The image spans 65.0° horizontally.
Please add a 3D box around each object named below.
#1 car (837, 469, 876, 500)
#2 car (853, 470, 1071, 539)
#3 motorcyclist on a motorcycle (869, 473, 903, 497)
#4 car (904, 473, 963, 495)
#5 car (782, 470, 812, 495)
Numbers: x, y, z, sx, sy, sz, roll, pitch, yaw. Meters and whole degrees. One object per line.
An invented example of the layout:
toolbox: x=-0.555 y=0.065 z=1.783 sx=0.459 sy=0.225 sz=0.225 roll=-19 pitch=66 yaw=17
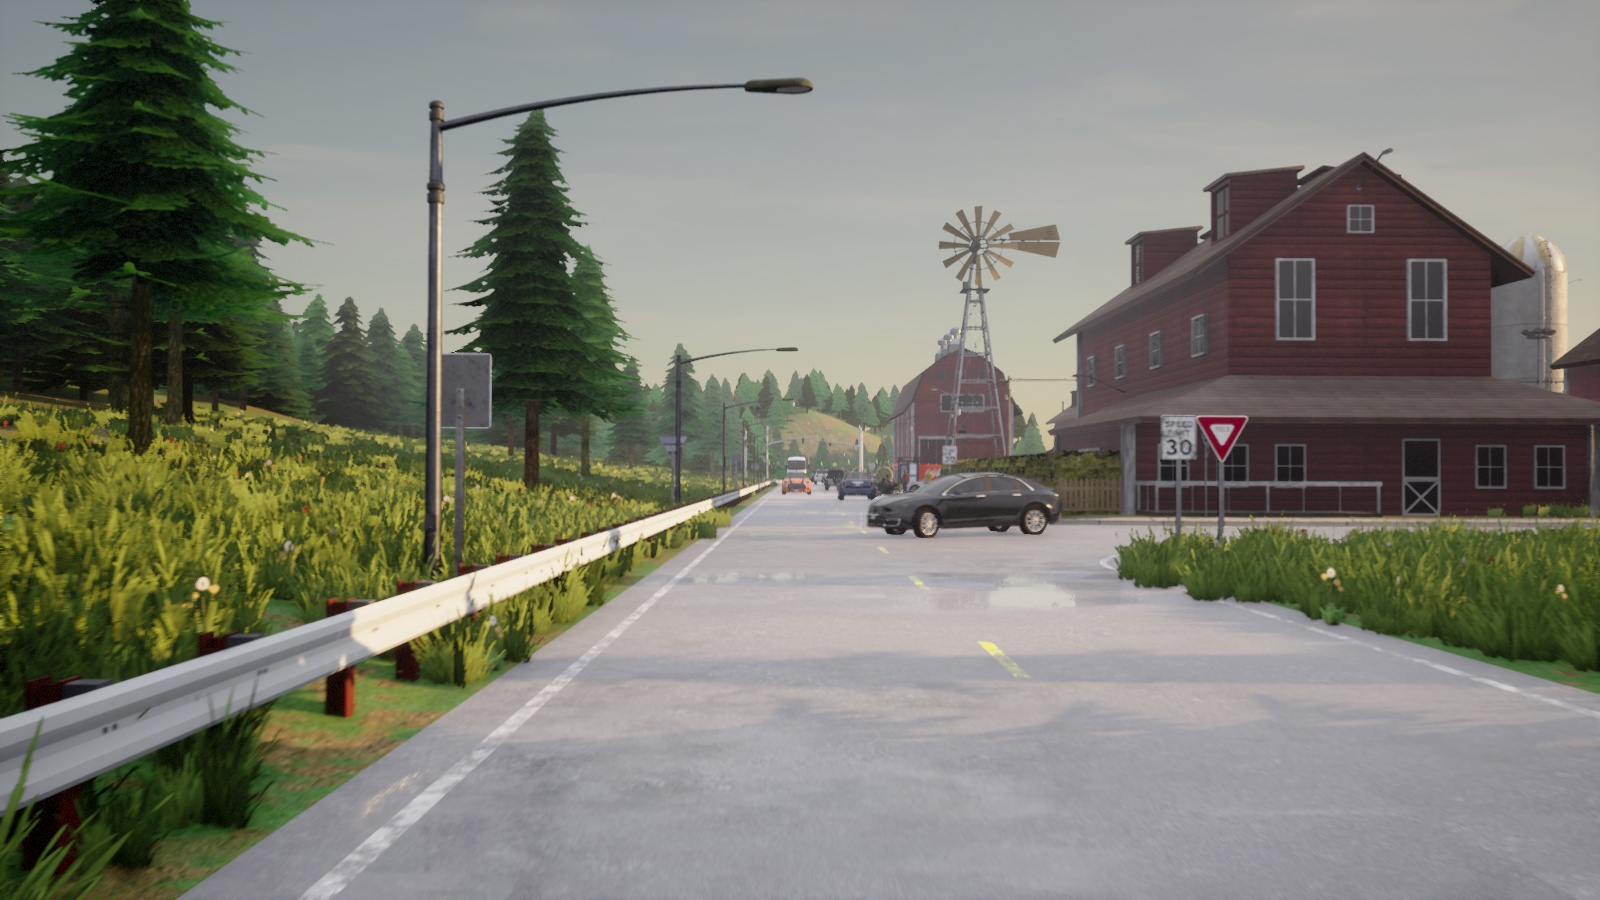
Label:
car: x=3.316 y=1.991 z=74.063 sx=2.097 sy=1.767 sz=4.553 roll=0 pitch=-1 yaw=0
car: x=3.914 y=1.274 z=30.258 sx=4.892 sy=1.490 sz=1.837 roll=-1 pitch=-2 yaw=-22
motorcyclist on a motorcycle: x=5.535 y=2.228 z=80.880 sx=2.044 sy=1.523 sz=0.797 roll=-1 pitch=-1 yaw=22
car: x=8.989 y=2.260 z=84.350 sx=3.806 sy=1.475 sz=1.970 roll=0 pitch=-1 yaw=10
car: x=-0.224 y=2.309 z=91.012 sx=2.097 sy=1.767 sz=4.553 roll=0 pitch=-1 yaw=0
